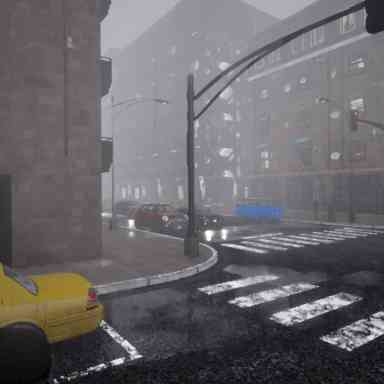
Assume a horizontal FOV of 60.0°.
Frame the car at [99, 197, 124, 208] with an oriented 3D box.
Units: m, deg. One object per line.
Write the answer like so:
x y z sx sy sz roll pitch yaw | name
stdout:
-11.650 1.463 47.838 1.887 1.381 4.507 -1 0 -36 | car

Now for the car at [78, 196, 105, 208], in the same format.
-14.294 1.429 46.982 2.128 1.511 4.902 -1 0 -36 | car

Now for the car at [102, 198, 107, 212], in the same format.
-11.566 1.452 37.860 2.128 1.511 4.902 -1 0 -36 | car

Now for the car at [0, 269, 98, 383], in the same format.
-3.055 1.507 1.202 4.892 1.490 1.837 1 0 -35 | car

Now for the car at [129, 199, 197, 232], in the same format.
-1.855 1.440 20.008 1.967 1.590 4.097 0 0 -36 | car

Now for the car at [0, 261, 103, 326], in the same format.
-3.585 1.525 4.011 4.829 1.417 1.752 0 0 -35 | car

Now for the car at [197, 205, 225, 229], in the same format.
0.210 1.545 21.571 1.994 1.385 4.181 -1 0 -36 | car

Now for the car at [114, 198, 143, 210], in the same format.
-8.331 1.463 43.251 1.887 1.381 4.507 -1 0 -36 | car

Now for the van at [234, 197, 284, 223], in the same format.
4.945 1.280 24.905 1.690 1.788 3.998 0 0 -36 | van

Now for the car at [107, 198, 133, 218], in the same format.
-5.626 1.493 29.636 1.812 1.442 4.674 -1 0 -36 | car
